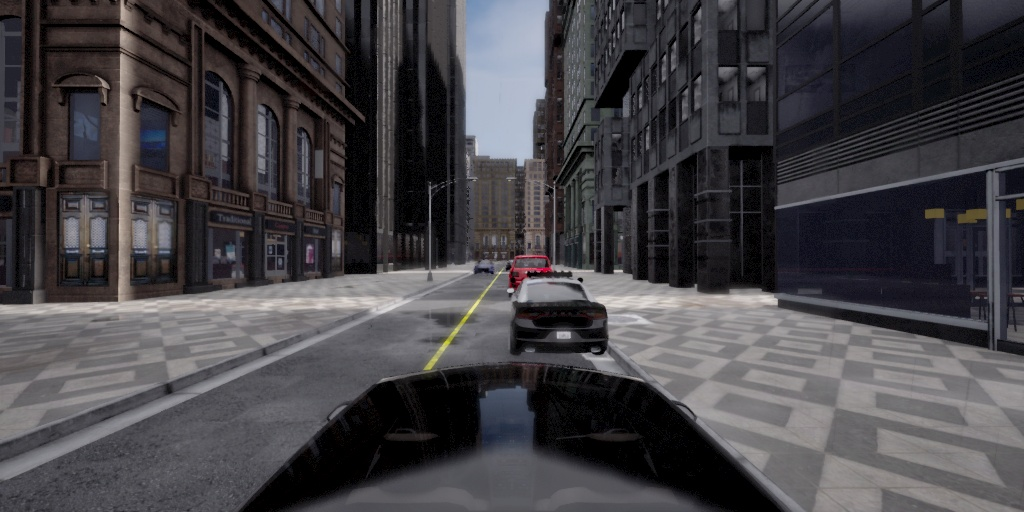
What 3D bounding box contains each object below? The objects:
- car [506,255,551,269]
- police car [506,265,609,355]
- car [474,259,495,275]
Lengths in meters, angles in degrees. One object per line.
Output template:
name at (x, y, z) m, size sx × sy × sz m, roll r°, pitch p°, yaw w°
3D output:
car at (0.919, 0.985, 18.765) m, size 2.150 × 2.045 × 5.566 m, roll 0°, pitch 0°, yaw 0°
police car at (0.906, 1.179, 8.844) m, size 1.930 × 1.638 × 5.238 m, roll 0°, pitch 0°, yaw 0°
car at (-2.957, 1.144, 39.125) m, size 2.097 × 1.767 × 4.553 m, roll 0°, pitch 0°, yaw 0°
